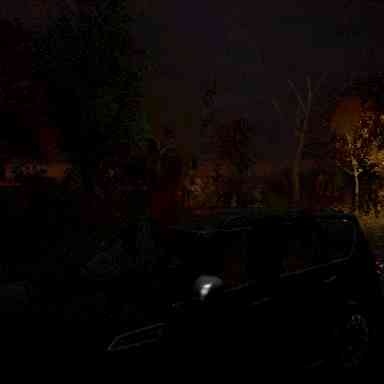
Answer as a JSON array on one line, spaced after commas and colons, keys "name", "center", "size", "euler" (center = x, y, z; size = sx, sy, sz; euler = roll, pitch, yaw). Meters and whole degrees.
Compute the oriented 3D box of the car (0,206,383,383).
[{"name": "car", "center": [0.140, 1.237, 4.033], "size": [5.566, 2.045, 2.150], "euler": [0, 0, -36]}]
